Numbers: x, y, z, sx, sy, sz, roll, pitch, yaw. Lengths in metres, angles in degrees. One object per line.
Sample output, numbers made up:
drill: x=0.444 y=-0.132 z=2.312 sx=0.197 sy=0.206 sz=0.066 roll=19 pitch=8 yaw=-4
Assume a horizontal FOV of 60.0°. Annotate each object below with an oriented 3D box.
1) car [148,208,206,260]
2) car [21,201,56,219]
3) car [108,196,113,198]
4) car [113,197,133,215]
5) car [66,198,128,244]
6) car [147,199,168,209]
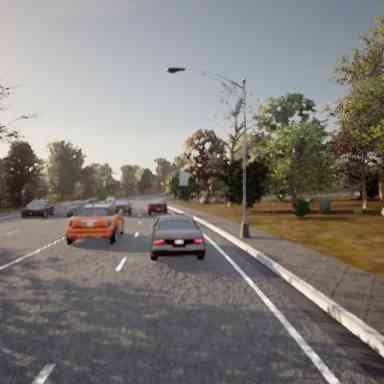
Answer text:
car: x=-0.608 y=1.557 z=12.516 sx=2.033 sy=1.411 sz=5.357 roll=0 pitch=0 yaw=-5
car: x=-13.653 y=1.516 z=29.768 sx=1.882 sy=1.535 sz=5.008 roll=0 pitch=0 yaw=-9
car: x=-17.163 y=1.670 z=70.485 sx=1.812 sy=1.442 sz=4.674 roll=0 pitch=0 yaw=-10
car: x=-7.010 y=1.557 z=33.610 sx=1.812 sy=1.442 sz=4.674 roll=0 pitch=0 yaw=-9
car: x=-4.520 y=1.371 z=16.119 sx=2.097 sy=1.767 sz=4.553 roll=0 pitch=0 yaw=-6
car: x=-3.623 y=1.505 z=34.571 sx=1.882 sy=1.535 sz=5.008 roll=0 pitch=0 yaw=-9
